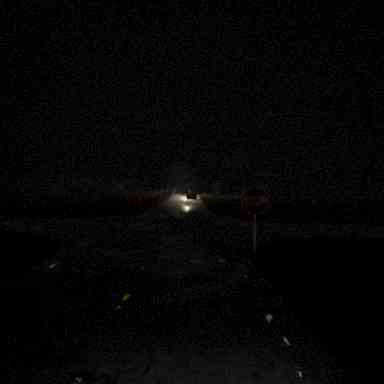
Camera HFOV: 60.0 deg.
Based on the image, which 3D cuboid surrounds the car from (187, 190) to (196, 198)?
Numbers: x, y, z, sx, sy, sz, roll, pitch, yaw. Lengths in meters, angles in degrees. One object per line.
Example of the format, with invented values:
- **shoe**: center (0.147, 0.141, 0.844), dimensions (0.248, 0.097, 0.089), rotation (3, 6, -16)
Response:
- **car**: center (-0.103, 0.435, 76.224), dimensions (2.128, 1.511, 4.902), rotation (0, 1, 0)

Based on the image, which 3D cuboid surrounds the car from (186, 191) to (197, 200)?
- **car**: center (-0.090, 0.594, 66.161), dimensions (2.097, 1.767, 4.553), rotation (0, 1, 0)
